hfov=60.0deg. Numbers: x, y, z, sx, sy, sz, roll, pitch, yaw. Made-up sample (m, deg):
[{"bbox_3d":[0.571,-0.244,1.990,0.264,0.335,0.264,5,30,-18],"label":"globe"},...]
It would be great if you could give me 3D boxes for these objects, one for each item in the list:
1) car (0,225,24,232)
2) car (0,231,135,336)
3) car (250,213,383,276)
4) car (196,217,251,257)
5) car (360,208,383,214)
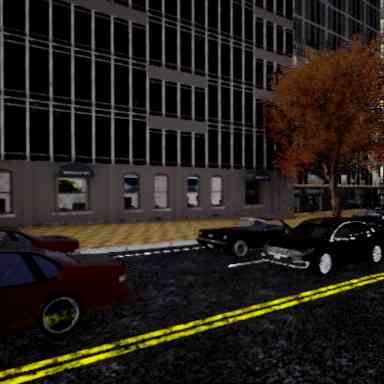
[{"bbox_3d":[-5.368,1.518,7.861,5.357,1.411,2.033,1,0,-35],"label":"car"},{"bbox_3d":[-3.615,1.526,5.121,5.357,1.411,2.033,1,0,-35],"label":"car"},{"bbox_3d":[4.376,1.604,10.752,4.892,1.490,1.837,1,0,-35],"label":"car"},{"bbox_3d":[2.491,1.690,13.399,4.718,1.301,1.895,1,0,-35],"label":"car"},{"bbox_3d":[10.640,1.704,19.128,4.902,1.511,2.128,1,0,-35],"label":"car"}]
